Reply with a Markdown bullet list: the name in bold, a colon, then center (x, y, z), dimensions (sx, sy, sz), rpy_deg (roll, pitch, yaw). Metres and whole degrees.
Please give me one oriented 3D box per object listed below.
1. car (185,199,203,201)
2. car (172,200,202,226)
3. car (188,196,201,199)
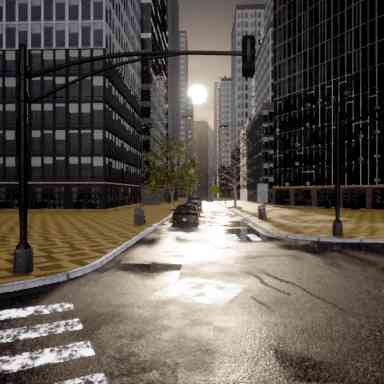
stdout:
- **car**: center (-0.068, 1.777, 35.628), dimensions (1.812, 1.442, 4.674), rpy_deg (0, 0, 2)
- **car**: center (-0.433, 1.653, 25.415), dimensions (1.882, 1.535, 5.008), rpy_deg (0, 0, 2)
- **car**: center (0.311, 1.554, 46.281), dimensions (2.150, 2.045, 5.566), rpy_deg (0, 0, 2)
